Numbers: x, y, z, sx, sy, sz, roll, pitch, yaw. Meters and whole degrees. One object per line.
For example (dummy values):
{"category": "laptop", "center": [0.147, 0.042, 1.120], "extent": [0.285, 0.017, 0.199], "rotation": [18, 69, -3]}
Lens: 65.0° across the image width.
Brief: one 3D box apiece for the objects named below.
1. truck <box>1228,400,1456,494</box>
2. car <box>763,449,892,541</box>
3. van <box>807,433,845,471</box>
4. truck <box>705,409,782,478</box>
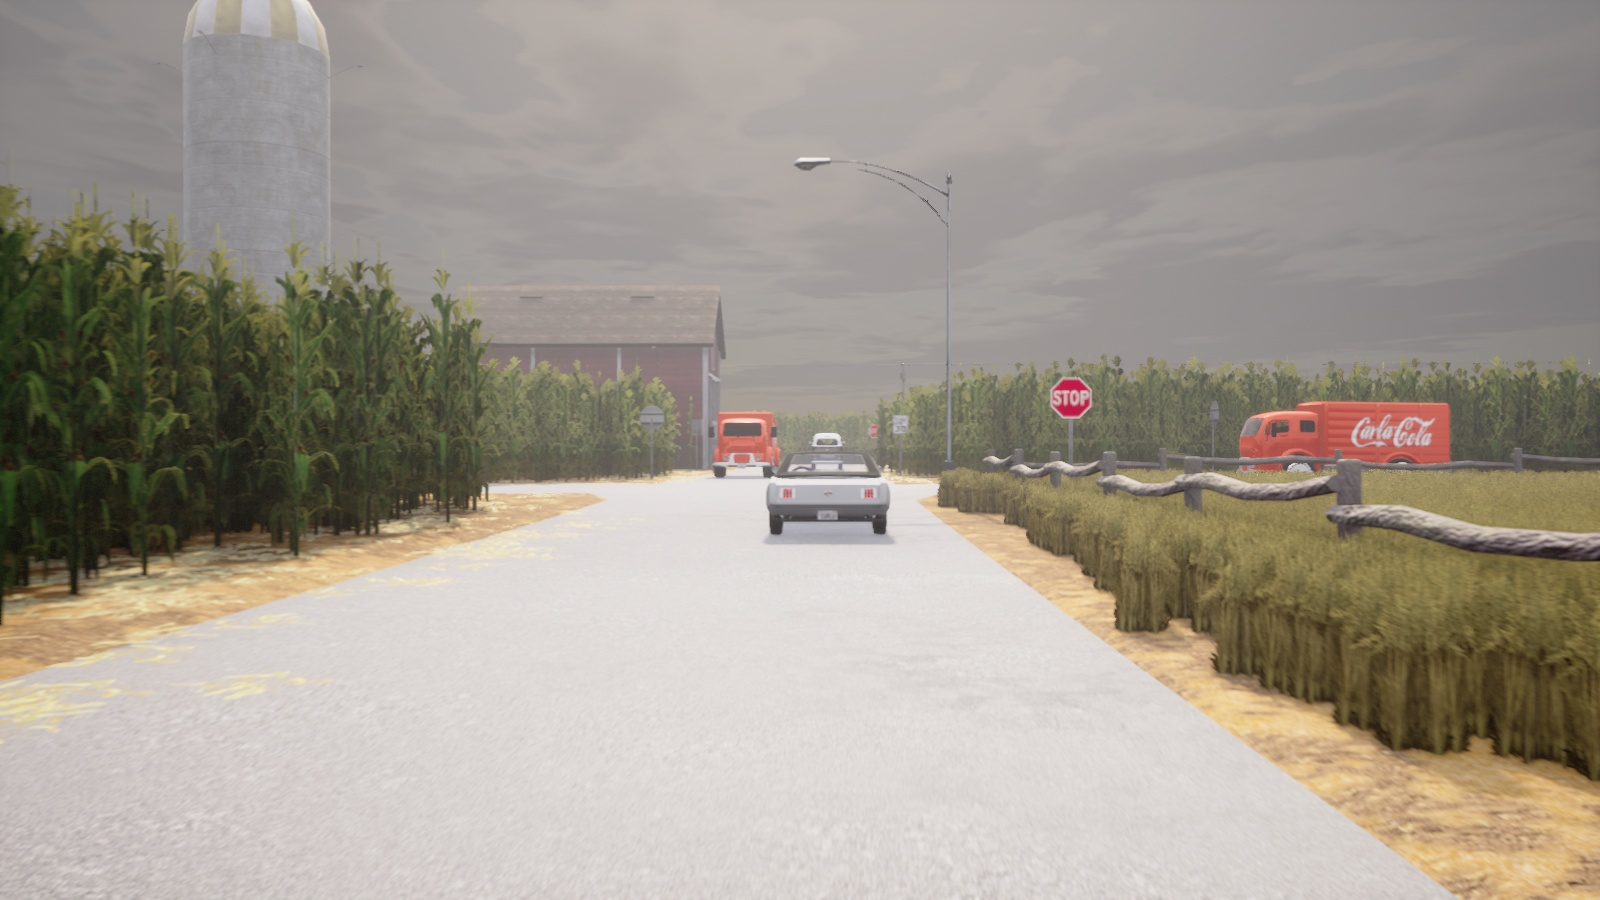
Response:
{"category": "truck", "center": [15.002, -0.083, 35.020], "extent": [5.204, 2.467, 2.627], "rotation": [1, 0, 1]}
{"category": "car", "center": [0.446, 0.657, 20.793], "extent": [1.895, 1.301, 4.718], "rotation": [0, 1, 1]}
{"category": "van", "center": [1.484, 0.074, 70.580], "extent": [2.069, 2.038, 4.480], "rotation": [0, 1, 1]}
{"category": "truck", "center": [-2.089, -0.201, 48.015], "extent": [2.627, 2.467, 5.204], "rotation": [0, -1, 1]}
